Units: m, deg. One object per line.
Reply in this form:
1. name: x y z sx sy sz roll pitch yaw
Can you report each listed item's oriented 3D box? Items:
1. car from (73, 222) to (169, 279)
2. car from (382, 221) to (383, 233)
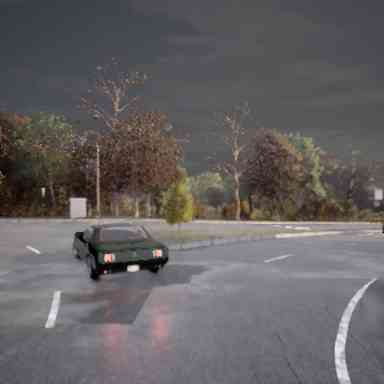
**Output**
1. car: -2.394 1.575 10.105 1.895 1.301 4.718 0 0 -26
2. car: 16.134 2.518 25.097 4.892 1.490 1.837 4 -2 -37
